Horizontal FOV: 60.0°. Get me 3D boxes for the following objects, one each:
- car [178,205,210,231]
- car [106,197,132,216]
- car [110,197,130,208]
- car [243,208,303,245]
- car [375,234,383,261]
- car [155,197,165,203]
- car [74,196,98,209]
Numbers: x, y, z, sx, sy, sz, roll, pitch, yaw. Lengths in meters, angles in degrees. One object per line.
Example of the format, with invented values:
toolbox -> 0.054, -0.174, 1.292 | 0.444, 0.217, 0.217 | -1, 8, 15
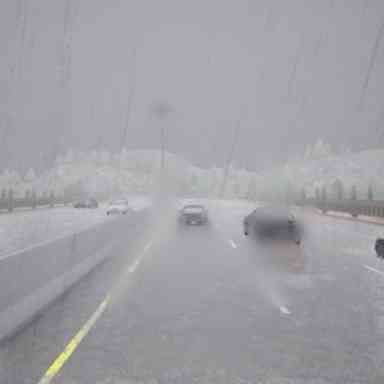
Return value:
car -> 0.111, 1.526, 20.537 | 1.812, 1.442, 4.674 | 0, 0, 0
car -> -7.077, 1.530, 32.766 | 1.812, 1.442, 4.674 | 0, 0, 0
car -> -10.549, 1.500, 48.935 | 1.882, 1.535, 5.008 | 0, 0, 0
car -> 3.608, 1.478, 15.556 | 1.882, 1.535, 5.008 | 0, 0, 0
car -> 7.105, 1.526, 9.330 | 1.812, 1.442, 4.674 | 0, 0, 0
car -> -6.962, 1.663, 73.064 | 1.895, 1.301, 4.718 | 0, 0, 0
car -> -14.054, 1.367, 44.289 | 2.097, 1.767, 4.553 | 0, 0, 0
